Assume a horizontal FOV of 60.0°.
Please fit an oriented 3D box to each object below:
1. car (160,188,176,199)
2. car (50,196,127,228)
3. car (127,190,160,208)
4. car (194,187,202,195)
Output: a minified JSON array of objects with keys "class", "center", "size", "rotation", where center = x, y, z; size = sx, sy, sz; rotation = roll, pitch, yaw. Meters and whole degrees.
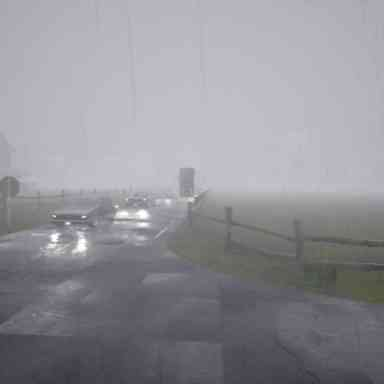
[{"class":"car","center":[-3.275,0.208,43.186],"size":[1.994,1.385,4.181],"rotation":[1,2,5]},{"class":"car","center":[-5.307,0.928,17.399],"size":[2.033,1.411,5.357],"rotation":[1,2,4]},{"class":"car","center":[-4.389,0.648,29.138],"size":[1.895,1.301,4.718],"rotation":[1,2,5]},{"class":"car","center":[0.641,-0.122,55.734],"size":[1.994,1.385,4.181],"rotation":[1,2,4]}]
